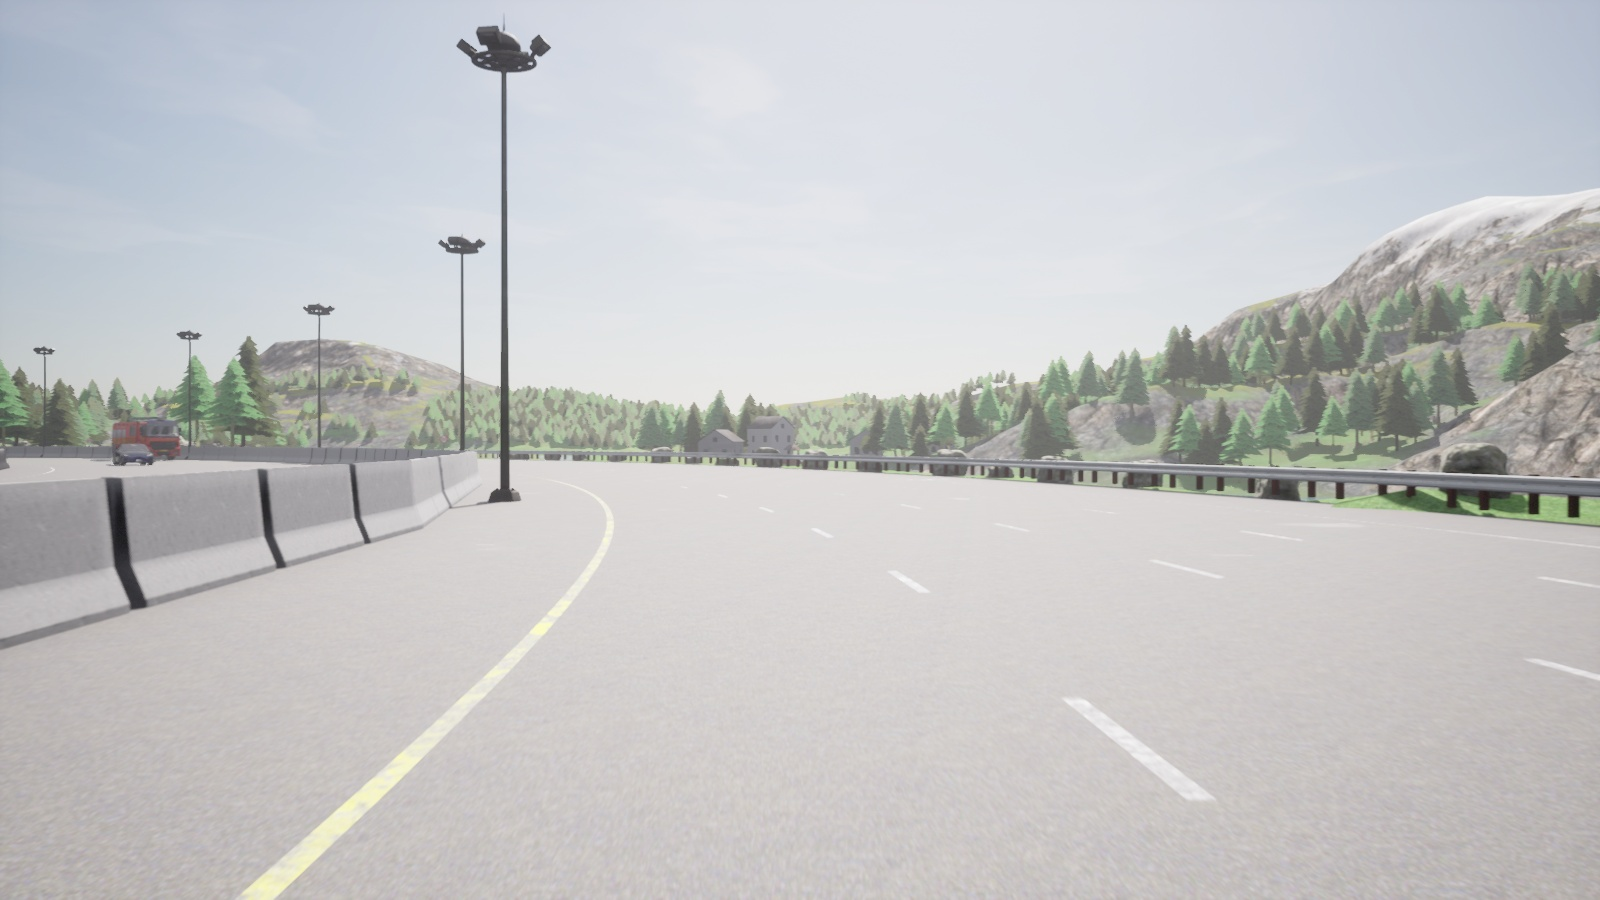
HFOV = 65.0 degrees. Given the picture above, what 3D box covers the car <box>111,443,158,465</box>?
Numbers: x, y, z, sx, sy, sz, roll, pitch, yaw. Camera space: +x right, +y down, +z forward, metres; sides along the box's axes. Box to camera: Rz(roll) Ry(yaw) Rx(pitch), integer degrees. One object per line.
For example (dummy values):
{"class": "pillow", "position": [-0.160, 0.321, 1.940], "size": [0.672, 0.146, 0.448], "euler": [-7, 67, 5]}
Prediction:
{"class": "car", "position": [-45.202, 0.240, 85.238], "size": [2.163, 1.488, 4.792], "euler": [0, 0, -36]}
